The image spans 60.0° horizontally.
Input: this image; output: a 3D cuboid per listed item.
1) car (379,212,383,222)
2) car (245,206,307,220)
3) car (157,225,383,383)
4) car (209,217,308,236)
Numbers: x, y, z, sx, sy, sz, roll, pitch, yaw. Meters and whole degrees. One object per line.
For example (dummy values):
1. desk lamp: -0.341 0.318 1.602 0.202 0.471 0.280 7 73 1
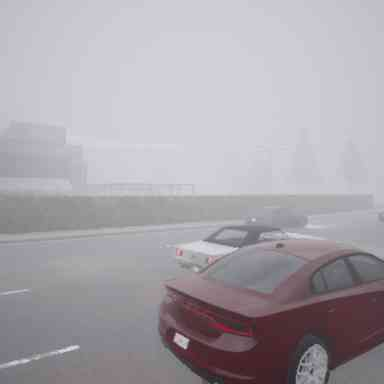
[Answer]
1. car: 14.968 1.613 23.003 4.718 1.301 1.895 0 0 -35
2. car: 5.182 1.571 20.328 4.181 1.385 1.994 0 0 -35
3. car: 1.893 1.480 5.093 5.008 1.535 1.882 0 0 -35
4. car: 1.903 1.604 9.399 4.718 1.301 1.895 0 0 -35
